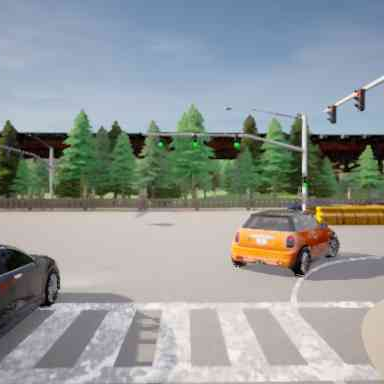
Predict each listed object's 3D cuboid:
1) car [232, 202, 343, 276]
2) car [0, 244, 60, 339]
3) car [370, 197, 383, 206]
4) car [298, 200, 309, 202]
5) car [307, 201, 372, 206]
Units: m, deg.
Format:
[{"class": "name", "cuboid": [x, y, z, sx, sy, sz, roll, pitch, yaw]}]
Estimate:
[{"class": "car", "cuboid": [3.182, 1.378, 10.850, 2.097, 1.767, 4.553, 0, 0, 36]}, {"class": "car", "cuboid": [-3.574, 1.518, 5.080, 1.837, 1.490, 4.892, 0, 0, -4]}, {"class": "car", "cuboid": [21.327, 1.306, 35.089, 5.566, 2.045, 2.150, 0, 0, -2]}, {"class": "car", "cuboid": [11.628, 1.609, 34.789, 4.674, 1.442, 1.812, 0, 0, -2]}, {"class": "car", "cuboid": [11.953, 1.668, 27.760, 4.718, 1.301, 1.895, 0, 0, -3]}]
